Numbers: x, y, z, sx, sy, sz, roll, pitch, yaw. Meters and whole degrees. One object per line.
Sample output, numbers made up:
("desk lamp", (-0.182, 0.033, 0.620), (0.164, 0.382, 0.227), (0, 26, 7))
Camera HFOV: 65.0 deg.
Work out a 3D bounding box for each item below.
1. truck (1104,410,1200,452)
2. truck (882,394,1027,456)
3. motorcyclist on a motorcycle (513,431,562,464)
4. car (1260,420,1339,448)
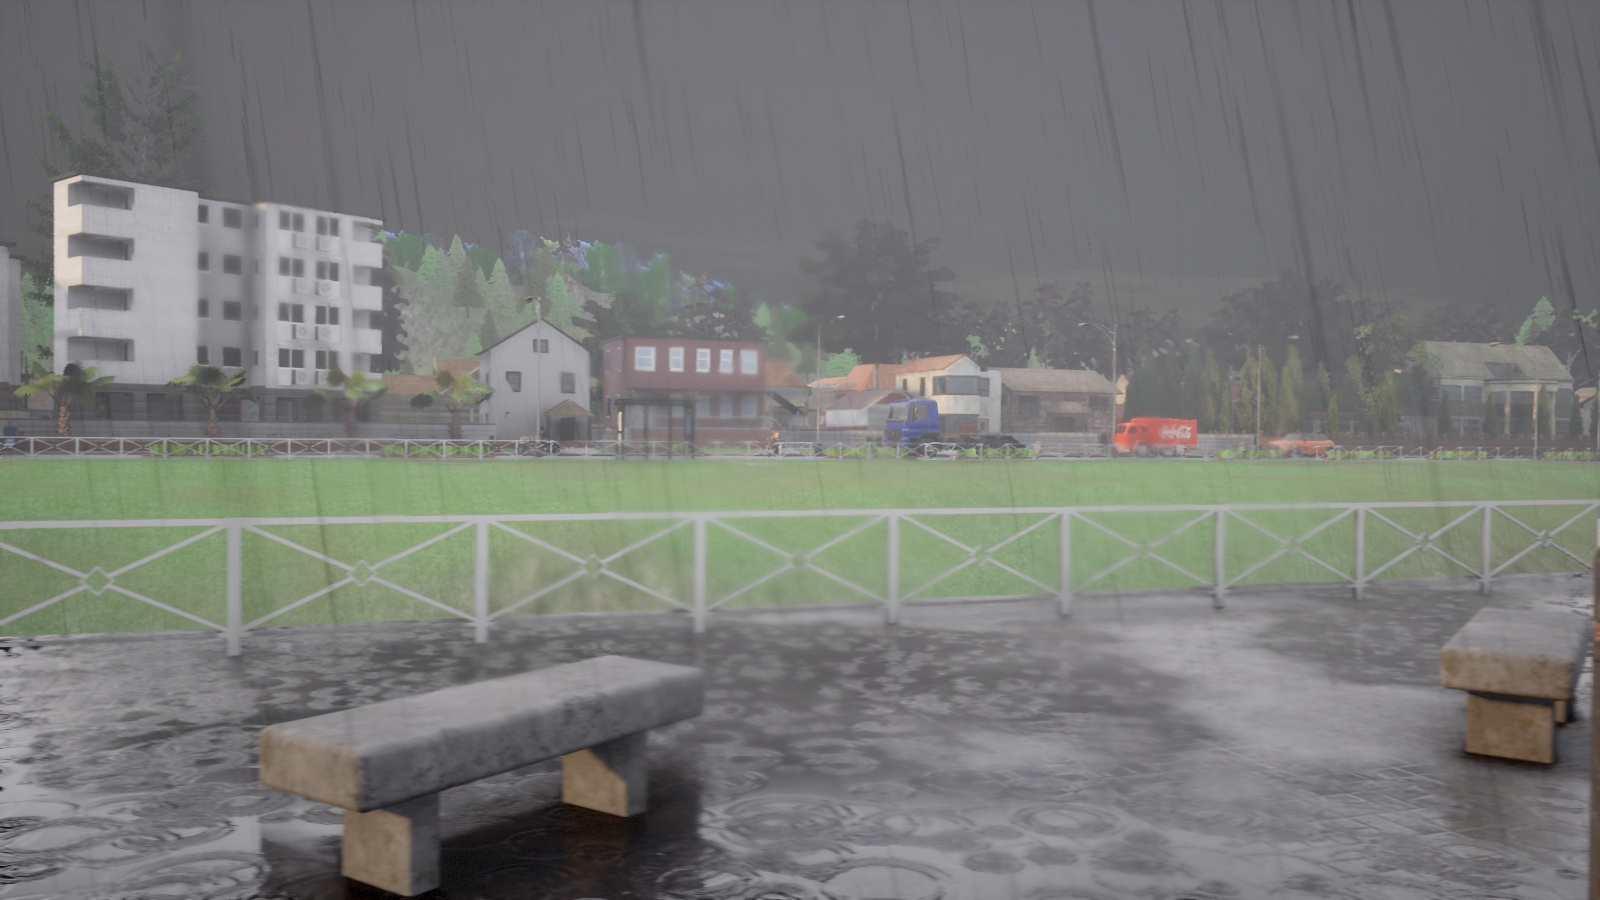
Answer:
("truck", (21.864, -1.196, 78.066), (5.204, 2.467, 2.627), (-1, 1, -21))
("truck", (8.994, -1.472, 73.176), (7.936, 3.462, 2.891), (-1, 1, -21))
("motorcyclist on a motorcycle", (-13.533, -0.157, 64.641), (2.350, 1.649, 0.766), (-1, 1, -21))
("car", (32.681, -1.034, 82.173), (4.553, 1.767, 2.097), (-1, 1, -21))
